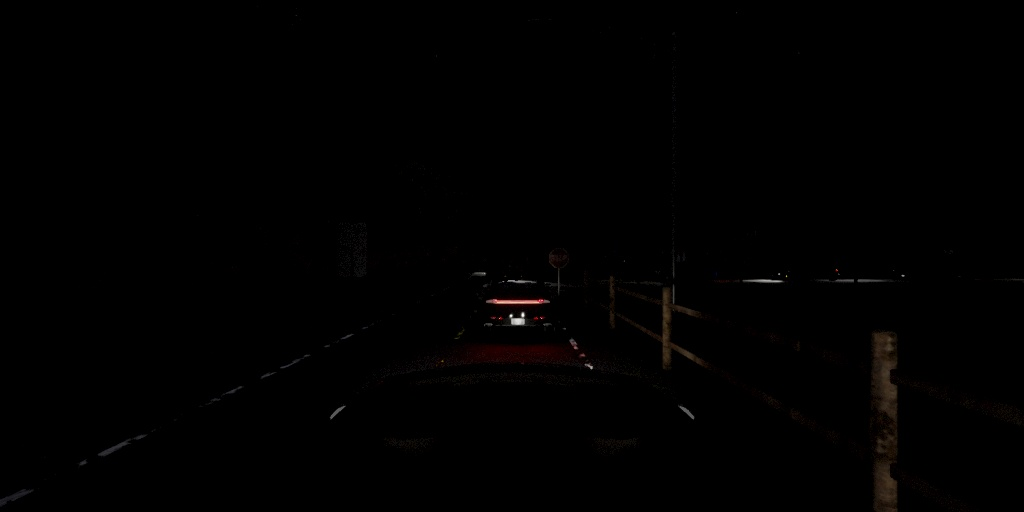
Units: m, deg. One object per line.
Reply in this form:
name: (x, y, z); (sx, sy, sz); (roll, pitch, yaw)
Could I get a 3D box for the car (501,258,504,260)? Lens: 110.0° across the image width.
car: (-2.483, 1.214, 56.800); (1.837, 1.490, 4.892); (0, 0, 1)

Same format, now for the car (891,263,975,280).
car: (32.747, 1.213, 28.036); (4.718, 1.301, 1.895); (0, 0, -1)

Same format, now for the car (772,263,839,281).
car: (22.801, 1.219, 27.928); (4.181, 1.385, 1.994); (0, 0, 0)

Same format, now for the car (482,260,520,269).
car: (-0.710, 1.305, 30.711); (1.994, 1.385, 4.181); (0, 0, -26)

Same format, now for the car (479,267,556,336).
car: (0.148, 1.241, 10.377); (2.128, 1.511, 4.902); (0, 0, 0)

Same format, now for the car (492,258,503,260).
car: (-2.579, 1.291, 44.845); (1.994, 1.385, 4.181); (0, 0, 1)

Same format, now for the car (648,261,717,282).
car: (13.144, 1.173, 27.793); (5.008, 1.535, 1.882); (0, 0, -2)
